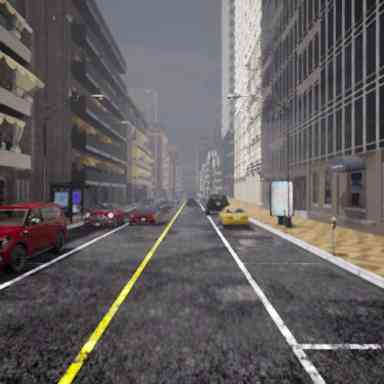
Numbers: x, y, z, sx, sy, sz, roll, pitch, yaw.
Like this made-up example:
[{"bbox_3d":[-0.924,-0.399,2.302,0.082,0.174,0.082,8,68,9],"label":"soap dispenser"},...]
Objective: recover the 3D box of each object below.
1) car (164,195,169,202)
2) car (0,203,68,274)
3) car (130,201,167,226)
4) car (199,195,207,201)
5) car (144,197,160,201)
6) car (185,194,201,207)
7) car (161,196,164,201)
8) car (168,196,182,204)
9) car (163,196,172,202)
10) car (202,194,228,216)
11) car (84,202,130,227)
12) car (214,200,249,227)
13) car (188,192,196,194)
[{"bbox_3d":[-5.675,1.410,72.866,1.967,1.590,4.097,0,0,0],"label":"car"},{"bbox_3d":[-5.689,1.307,10.732,2.192,1.841,5.009,0,0,0],"label":"car"},{"bbox_3d":[-3.095,1.547,23.101,1.994,1.385,4.181,0,0,0],"label":"car"},{"bbox_3d":[2.707,1.522,84.161,2.008,1.369,4.403,0,0,0],"label":"car"},{"bbox_3d":[-5.681,1.538,44.623,1.947,1.339,4.313,0,0,0],"label":"car"},{"bbox_3d":[0.012,1.497,50.939,1.812,1.442,4.674,0,0,0],"label":"car"},{"bbox_3d":[-5.680,1.496,50.102,1.752,1.417,4.829,0,0,0],"label":"car"},{"bbox_3d":[-3.008,1.495,64.334,1.812,1.442,4.674,0,0,1],"label":"car"},{"bbox_3d":[-5.674,1.552,78.514,1.802,1.307,4.206,0,0,0],"label":"car"},{"bbox_3d":[2.401,1.206,32.864,2.150,2.045,5.566,0,0,0],"label":"car"},{"bbox_3d":[-5.686,1.425,22.029,1.967,1.590,4.097,0,0,0],"label":"car"},{"bbox_3d":[2.695,1.510,22.197,1.752,1.417,4.829,0,0,0],"label":"car"},{"bbox_3d":[0.016,1.046,70.502,2.150,2.045,5.566,0,0,0],"label":"car"}]
